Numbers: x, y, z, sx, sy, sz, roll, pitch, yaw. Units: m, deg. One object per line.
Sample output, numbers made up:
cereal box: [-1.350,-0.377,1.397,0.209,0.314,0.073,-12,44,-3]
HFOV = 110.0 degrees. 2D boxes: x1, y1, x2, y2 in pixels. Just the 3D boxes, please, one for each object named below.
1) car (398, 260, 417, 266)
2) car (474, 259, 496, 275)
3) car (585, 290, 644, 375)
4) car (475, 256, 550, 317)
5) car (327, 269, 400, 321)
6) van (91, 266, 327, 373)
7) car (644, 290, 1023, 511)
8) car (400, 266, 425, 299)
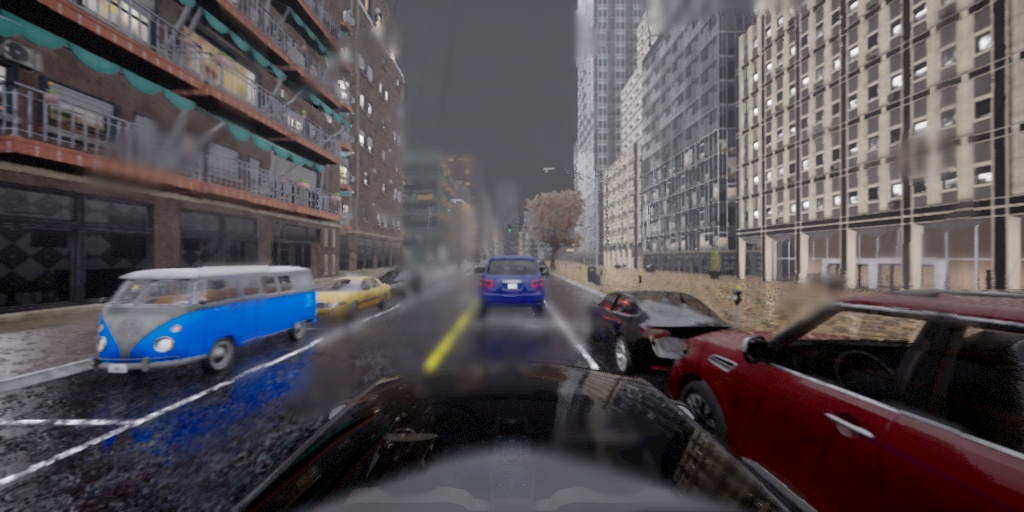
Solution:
car: [-16.424,1.237,53.387,4.403,1.370,2.007,0,0,-1]
car: [-3.038,1.211,41.446,2.097,1.767,4.553,0,0,1]
car: [2.693,1.329,7.273,1.948,1.339,4.313,0,0,0]
car: [0.041,1.001,13.483,2.150,2.045,5.566,0,0,1]
car: [-5.687,1.302,12.629,1.751,1.417,4.829,0,0,0]
van: [-5.689,1.104,7.275,1.690,1.789,3.998,0,0,0]
car: [2.691,1.065,1.751,2.192,1.841,5.009,0,0,0]
car: [-5.686,1.357,18.321,1.948,1.339,4.313,0,0,0]
